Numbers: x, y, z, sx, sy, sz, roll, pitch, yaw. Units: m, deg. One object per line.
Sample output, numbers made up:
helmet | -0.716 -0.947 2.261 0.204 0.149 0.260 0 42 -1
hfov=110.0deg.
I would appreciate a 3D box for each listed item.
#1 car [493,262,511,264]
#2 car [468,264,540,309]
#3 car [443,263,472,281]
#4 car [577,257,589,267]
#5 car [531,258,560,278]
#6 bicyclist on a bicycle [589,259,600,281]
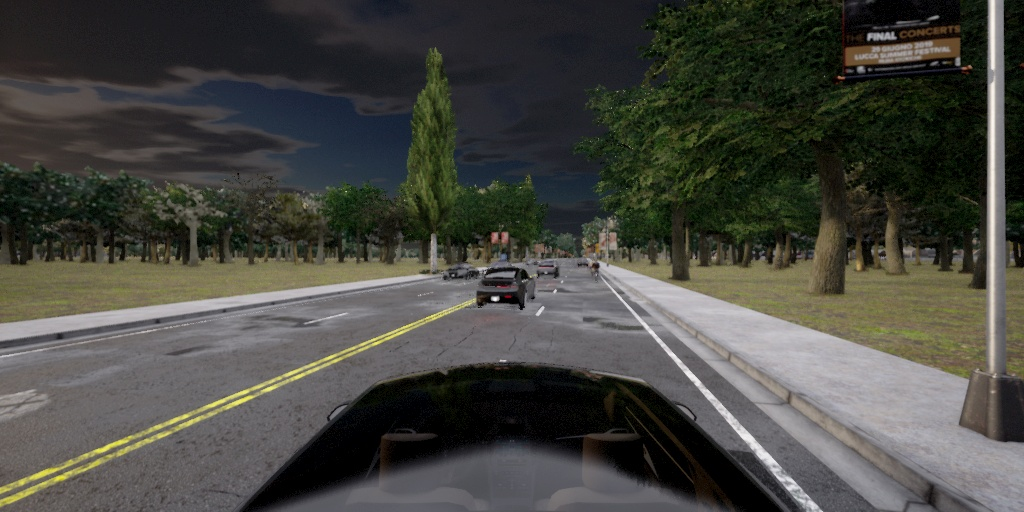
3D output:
car | -0.947 1.223 28.881 2.128 1.511 4.902 0 0 11
car | -0.121 1.246 15.041 1.837 1.490 4.892 0 0 11
car | -4.135 1.294 29.508 1.994 1.385 4.181 0 0 11
car | 12.738 1.316 64.206 1.895 1.301 4.718 0 0 11
car | 3.406 1.222 33.196 2.128 1.511 4.902 0 0 11
bicyclist on a bicycle | 6.366 1.106 27.231 0.659 1.776 1.843 0 0 11
